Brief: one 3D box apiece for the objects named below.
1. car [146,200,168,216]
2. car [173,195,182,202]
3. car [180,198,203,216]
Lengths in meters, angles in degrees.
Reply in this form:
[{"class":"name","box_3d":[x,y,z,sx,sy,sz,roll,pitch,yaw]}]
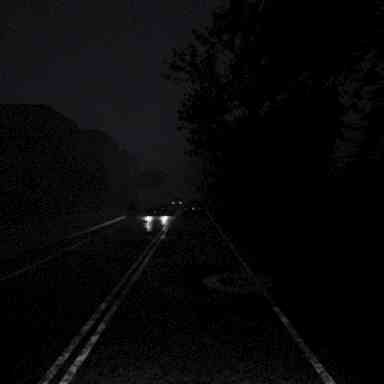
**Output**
[{"class":"car","box_3d":[-3.329,1.524,32.577,1.812,1.442,4.674,0,0,0]},{"class":"car","box_3d":[-3.207,1.428,73.208,1.882,1.535,5.008,0,0,0]},{"class":"car","box_3d":[0.117,1.546,32.194,2.033,1.411,5.357,0,0,0]}]
